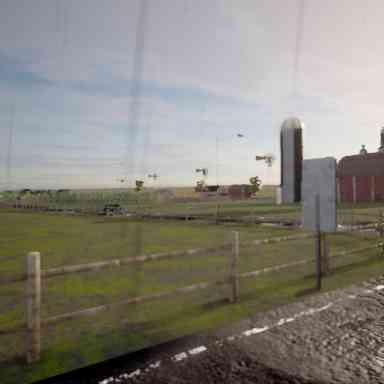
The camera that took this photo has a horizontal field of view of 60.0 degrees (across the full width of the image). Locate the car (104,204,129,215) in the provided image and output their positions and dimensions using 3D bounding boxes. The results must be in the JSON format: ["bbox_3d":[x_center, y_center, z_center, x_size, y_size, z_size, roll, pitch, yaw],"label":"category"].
[{"bbox_3d":[-10.580,2.398,46.016,1.812,1.442,4.674,-1,0,-42],"label":"car"}]
